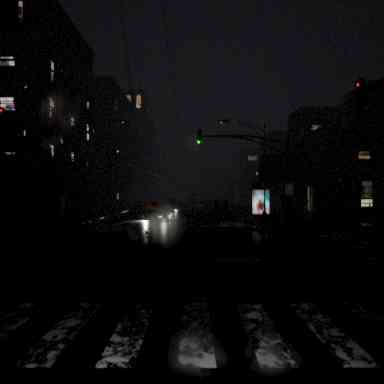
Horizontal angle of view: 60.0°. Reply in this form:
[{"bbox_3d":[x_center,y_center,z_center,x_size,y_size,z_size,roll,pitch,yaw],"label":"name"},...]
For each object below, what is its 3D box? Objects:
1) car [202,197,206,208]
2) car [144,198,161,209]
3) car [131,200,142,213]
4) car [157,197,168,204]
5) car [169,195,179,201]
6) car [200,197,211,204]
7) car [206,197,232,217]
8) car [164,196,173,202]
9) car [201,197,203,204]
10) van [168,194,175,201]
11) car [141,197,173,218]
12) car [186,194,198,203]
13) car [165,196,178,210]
[{"bbox_3d":[2.644,1.650,43.153,1.802,1.307,4.206,0,0,0],"label":"car"},{"bbox_3d":[-5.741,1.631,48.829,2.008,1.369,4.403,0,0,0],"label":"car"},{"bbox_3d":[-5.731,1.607,37.436,2.008,1.369,4.403,0,0,0],"label":"car"},{"bbox_3d":[-5.758,1.646,65.749,1.752,1.417,4.829,0,0,0],"label":"car"},{"bbox_3d":[-3.136,1.589,51.032,1.837,1.490,4.892,0,0,0],"label":"car"},{"bbox_3d":[2.623,1.672,65.939,2.008,1.369,4.403,-1,0,0],"label":"car"},{"bbox_3d":[2.654,1.485,31.759,1.967,1.590,4.097,0,0,0],"label":"car"},{"bbox_3d":[-5.774,1.694,82.838,1.752,1.417,4.829,-1,0,0],"label":"car"},{"bbox_3d":[2.639,1.631,48.850,2.008,1.369,4.403,0,0,0],"label":"car"},{"bbox_3d":[-5.787,1.546,94.402,1.690,1.788,3.998,-1,0,0],"label":"van"},{"bbox_3d":[-3.120,1.521,30.765,1.882,1.535,5.008,0,0,1],"label":"car"},{"bbox_3d":[0.024,1.356,70.570,2.150,2.045,5.566,0,0,0],"label":"car"},{"bbox_3d":[-3.136,1.555,40.589,2.128,1.511,4.902,0,0,0],"label":"car"}]
